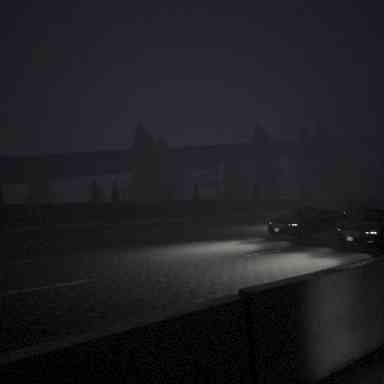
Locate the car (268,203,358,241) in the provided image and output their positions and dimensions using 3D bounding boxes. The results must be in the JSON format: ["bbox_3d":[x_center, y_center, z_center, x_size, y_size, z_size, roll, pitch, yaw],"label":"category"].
[{"bbox_3d":[5.906,1.483,16.776,4.902,1.511,2.128,0,0,-35],"label":"car"}]

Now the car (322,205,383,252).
[{"bbox_3d":[7.922,1.483,13.914,4.902,1.511,2.128,0,0,-35],"label":"car"}]

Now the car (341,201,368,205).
[{"bbox_3d":[12.102,1.475,25.469,4.902,1.511,2.128,0,0,-35],"label":"car"}]
